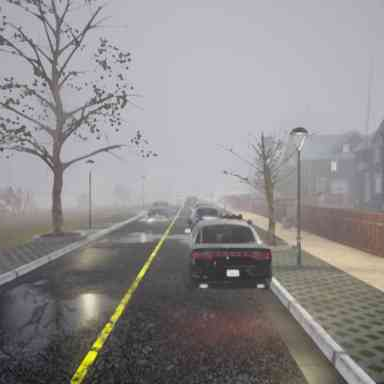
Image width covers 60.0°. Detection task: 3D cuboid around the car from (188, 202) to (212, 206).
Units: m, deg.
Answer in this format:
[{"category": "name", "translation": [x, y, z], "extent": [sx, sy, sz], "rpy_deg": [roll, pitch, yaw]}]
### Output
[{"category": "car", "translation": [0.814, 1.517, 19.131], "extent": [1.812, 1.442, 4.674], "rpy_deg": [0, 0, 0]}]

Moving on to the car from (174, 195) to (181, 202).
[{"category": "car", "translation": [-2.791, 1.479, 70.146], "extent": [1.882, 1.535, 5.008], "rpy_deg": [0, 0, 0]}]

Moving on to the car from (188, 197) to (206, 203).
[{"category": "car", "translation": [0.810, 1.445, 25.320], "extent": [1.801, 1.575, 5.366], "rpy_deg": [0, 0, 0]}]

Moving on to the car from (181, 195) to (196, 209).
[{"category": "car", "translation": [-0.008, 1.341, 45.868], "extent": [2.097, 1.767, 4.553], "rpy_deg": [0, 0, 0]}]

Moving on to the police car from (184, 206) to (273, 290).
[{"category": "police car", "translation": [0.820, 1.420, 9.240], "extent": [1.930, 1.638, 5.238], "rpy_deg": [0, 0, 0]}]

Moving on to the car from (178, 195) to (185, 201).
[{"category": "car", "translation": [-2.805, 1.555, 91.132], "extent": [1.812, 1.442, 4.674], "rpy_deg": [0, 0, 0]}]

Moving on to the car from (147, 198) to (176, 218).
[{"category": "car", "translation": [-2.871, 1.536, 30.346], "extent": [2.033, 1.411, 5.357], "rpy_deg": [0, 0, 0]}]

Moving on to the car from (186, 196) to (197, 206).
[{"category": "car", "translation": [-0.034, 1.519, 56.959], "extent": [1.812, 1.442, 4.674], "rpy_deg": [0, 0, 0]}]
